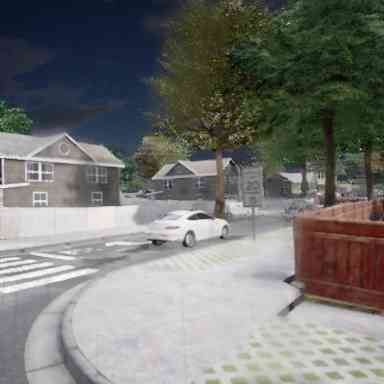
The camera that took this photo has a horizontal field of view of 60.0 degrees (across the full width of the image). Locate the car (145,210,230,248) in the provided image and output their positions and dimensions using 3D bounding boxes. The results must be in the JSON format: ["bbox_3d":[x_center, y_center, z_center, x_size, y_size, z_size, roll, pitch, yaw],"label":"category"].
[{"bbox_3d":[-0.074,1.510,14.661,1.812,1.442,4.674,-2,-1,35],"label":"car"}]

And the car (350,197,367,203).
[{"bbox_3d":[25.698,1.564,51.256,1.837,1.490,4.892,-2,-3,35],"label":"car"}]

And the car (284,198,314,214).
[{"bbox_3d":[11.796,1.446,36.532,2.097,1.767,4.553,-2,-1,35],"label":"car"}]
